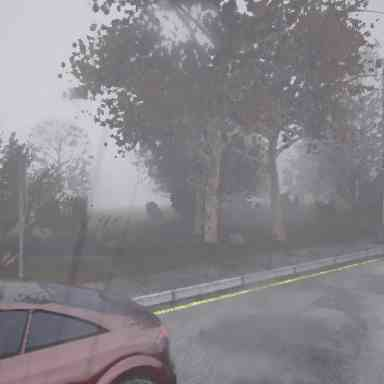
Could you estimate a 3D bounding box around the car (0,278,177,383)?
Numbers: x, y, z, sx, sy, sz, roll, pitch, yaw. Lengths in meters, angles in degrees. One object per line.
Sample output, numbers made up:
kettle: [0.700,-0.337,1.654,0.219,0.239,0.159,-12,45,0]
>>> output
car: [-2.212,1.564,2.841,4.181,1.385,1.994,0,0,-36]
